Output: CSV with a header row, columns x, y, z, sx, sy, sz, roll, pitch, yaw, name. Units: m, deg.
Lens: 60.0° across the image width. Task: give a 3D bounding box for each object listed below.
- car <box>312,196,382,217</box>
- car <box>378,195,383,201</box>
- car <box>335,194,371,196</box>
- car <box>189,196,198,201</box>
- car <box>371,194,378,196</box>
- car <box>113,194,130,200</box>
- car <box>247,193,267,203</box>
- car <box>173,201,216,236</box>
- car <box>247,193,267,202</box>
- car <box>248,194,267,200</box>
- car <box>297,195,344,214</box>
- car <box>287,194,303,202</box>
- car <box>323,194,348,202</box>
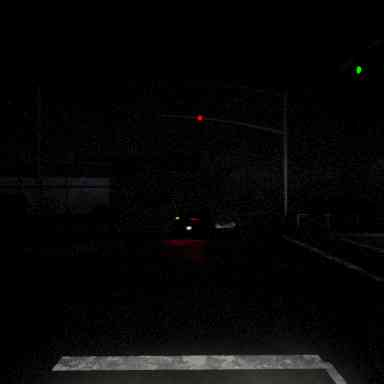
x,y,z,sx,sy,sz,roll,pitch,yaw,name
13.066,1.340,28.225,4.514,1.523,2.007,0,0,0,car
38.692,1.154,62.617,5.027,1.636,2.152,0,0,0,car
20.629,1.320,43.237,3.633,1.501,1.845,0,0,0,car
0.239,1.547,69.640,2.033,1.411,5.357,0,0,0,car
38.344,1.232,69.034,3.806,1.475,1.970,0,0,0,car
-19.447,1.333,91.533,4.674,1.442,1.812,0,0,0,car
12.817,1.361,65.618,3.806,1.475,1.970,0,0,0,car
0.173,1.505,18.672,1.837,1.490,4.892,2,0,8,car
13.416,1.077,68.945,3.866,1.878,1.905,0,0,0,car
18.088,1.334,91.576,4.902,1.511,2.128,0,0,0,car
13.001,1.330,31.361,5.027,1.636,2.152,0,0,0,car
21.296,1.097,65.689,4.605,1.855,1.932,0,0,0,car
31.281,1.298,72.669,4.514,1.523,2.007,0,0,0,car
